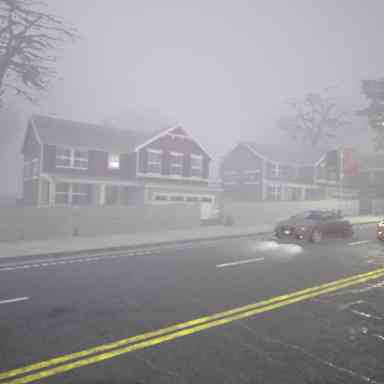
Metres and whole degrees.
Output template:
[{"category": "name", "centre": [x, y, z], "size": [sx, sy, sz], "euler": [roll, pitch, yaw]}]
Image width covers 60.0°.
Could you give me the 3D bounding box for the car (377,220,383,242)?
[{"category": "car", "centre": [10.389, 1.379, 15.085], "size": [4.553, 1.767, 2.097], "euler": [0, 0, -35]}]

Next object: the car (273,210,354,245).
[{"category": "car", "centre": [5.813, 1.583, 15.814], "size": [4.181, 1.385, 1.994], "euler": [0, 0, -35]}]
